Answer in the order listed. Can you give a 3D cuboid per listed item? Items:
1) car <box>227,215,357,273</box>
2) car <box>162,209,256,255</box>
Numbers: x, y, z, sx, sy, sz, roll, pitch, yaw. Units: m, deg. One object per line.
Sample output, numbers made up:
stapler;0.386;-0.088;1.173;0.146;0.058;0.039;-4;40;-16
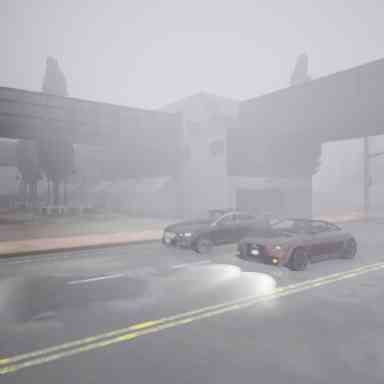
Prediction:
car;3.441;1.548;10.728;4.181;1.385;1.994;0;0;-35
car;1.132;1.475;13.380;4.902;1.511;2.128;0;0;-35
